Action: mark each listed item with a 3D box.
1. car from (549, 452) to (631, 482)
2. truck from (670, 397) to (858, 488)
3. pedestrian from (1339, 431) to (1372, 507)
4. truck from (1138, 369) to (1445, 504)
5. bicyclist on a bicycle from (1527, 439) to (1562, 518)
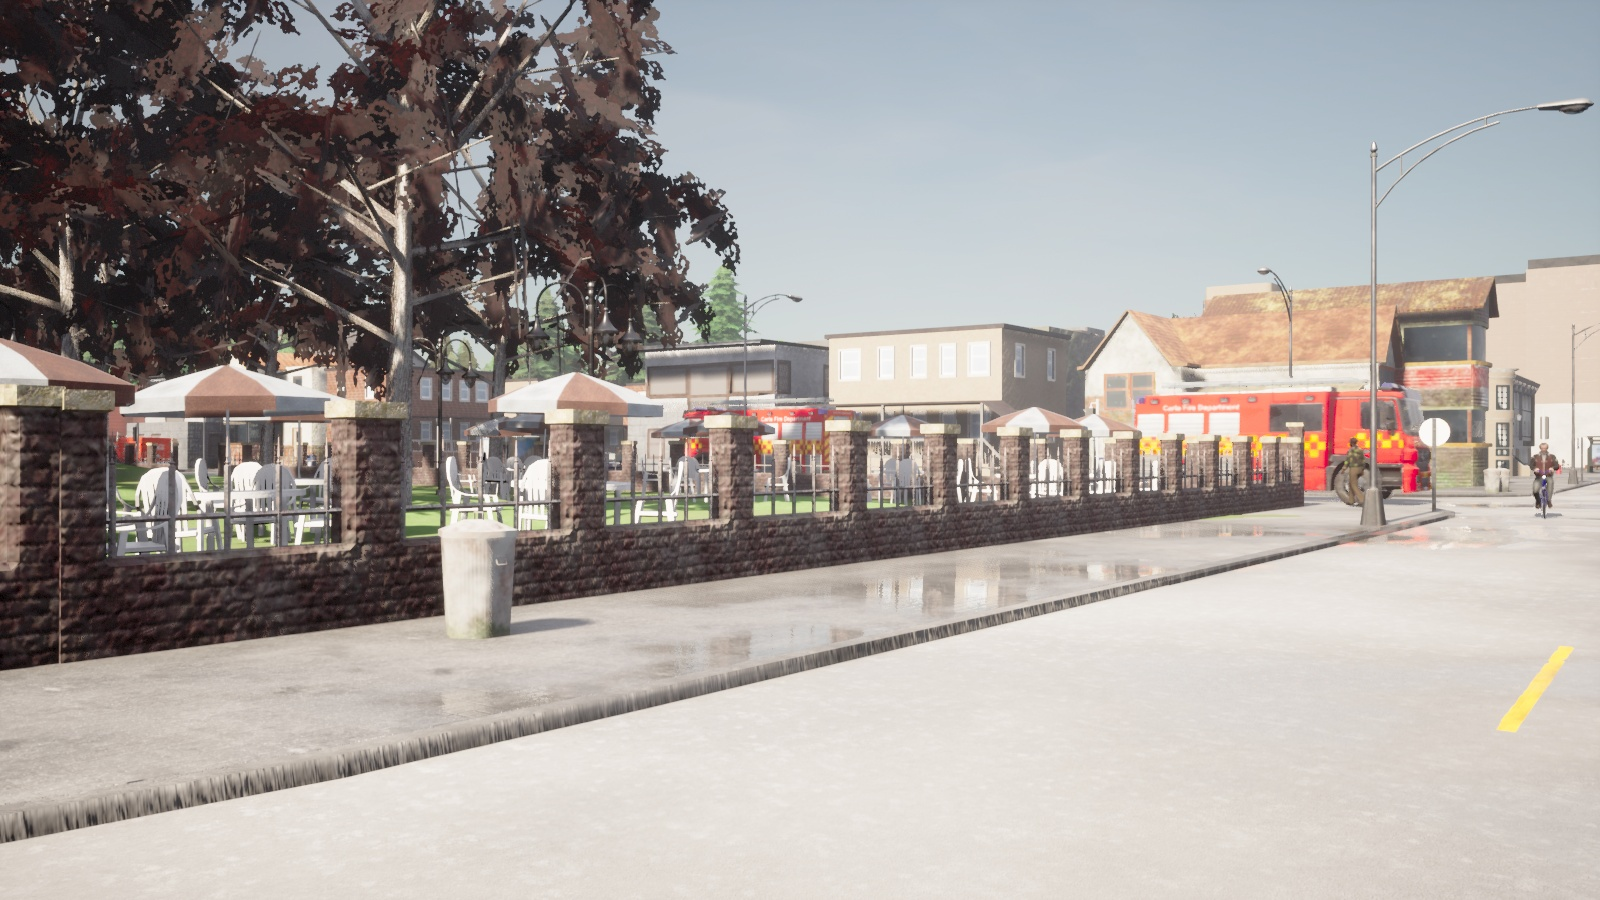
[{"bbox_3d":[-10.578,0.842,63.054,3.806,1.475,1.970,0,0,37],"label":"car"},{"bbox_3d":[-1.704,-0.314,56.564,8.468,3.827,2.891,0,0,36],"label":"truck"},{"bbox_3d":[14.386,0.490,32.527,0.395,1.930,0.692,0,0,-21],"label":"pedestrian"},{"bbox_3d":[15.196,-0.373,39.234,8.468,3.827,2.891,0,0,36],"label":"truck"},{"bbox_3d":[17.255,0.640,29.112,0.659,1.776,1.843,0,0,31],"label":"bicyclist on a bicycle"}]
